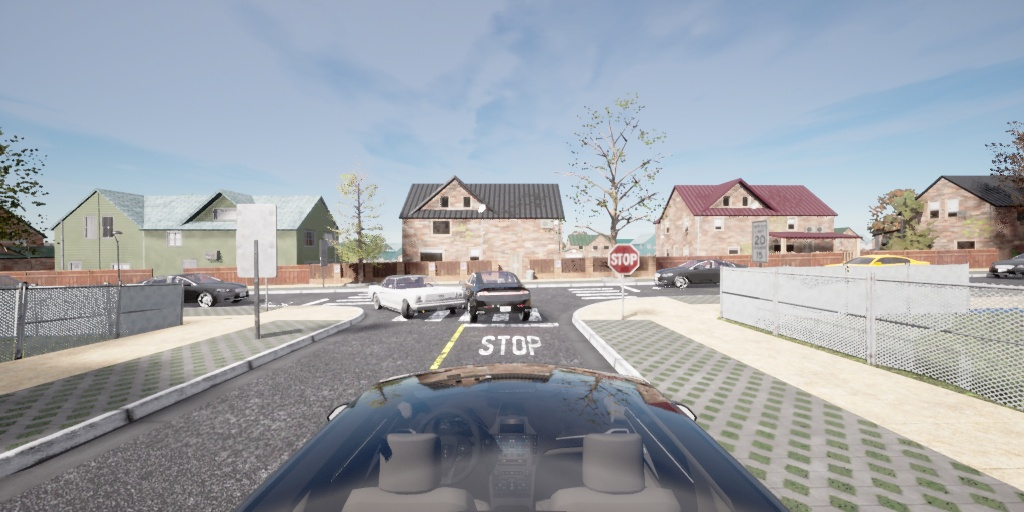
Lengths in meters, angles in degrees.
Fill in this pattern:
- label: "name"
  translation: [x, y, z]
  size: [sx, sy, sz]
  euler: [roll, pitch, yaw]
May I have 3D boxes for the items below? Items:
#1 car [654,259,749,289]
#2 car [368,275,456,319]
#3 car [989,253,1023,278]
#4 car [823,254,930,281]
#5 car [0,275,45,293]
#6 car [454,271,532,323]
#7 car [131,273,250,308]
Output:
- label: "car"
  translation: [10.331, 0.926, 19.612]
  size: [4.902, 1.511, 2.128]
  euler: [-1, 1, 0]
- label: "car"
  translation: [-3.602, 1.368, 13.064]
  size: [1.895, 1.301, 4.718]
  euler: [0, 0, -38]
- label: "car"
  translation: [29.386, 0.478, 19.684]
  size: [4.902, 1.511, 2.128]
  euler: [-1, 1, 0]
- label: "car"
  translation: [19.762, 0.691, 19.648]
  size: [5.008, 1.535, 1.882]
  euler: [-1, 1, -1]
- label: "car"
  translation: [-24.239, 1.648, 16.519]
  size: [4.553, 1.767, 2.097]
  euler: [-1, 1, 0]
- label: "car"
  translation: [-0.685, 1.243, 12.204]
  size: [2.128, 1.511, 4.902]
  euler: [0, 0, -12]
- label: "car"
  translation: [-14.902, 1.567, 16.560]
  size: [4.902, 1.511, 2.128]
  euler: [-1, 1, 0]
